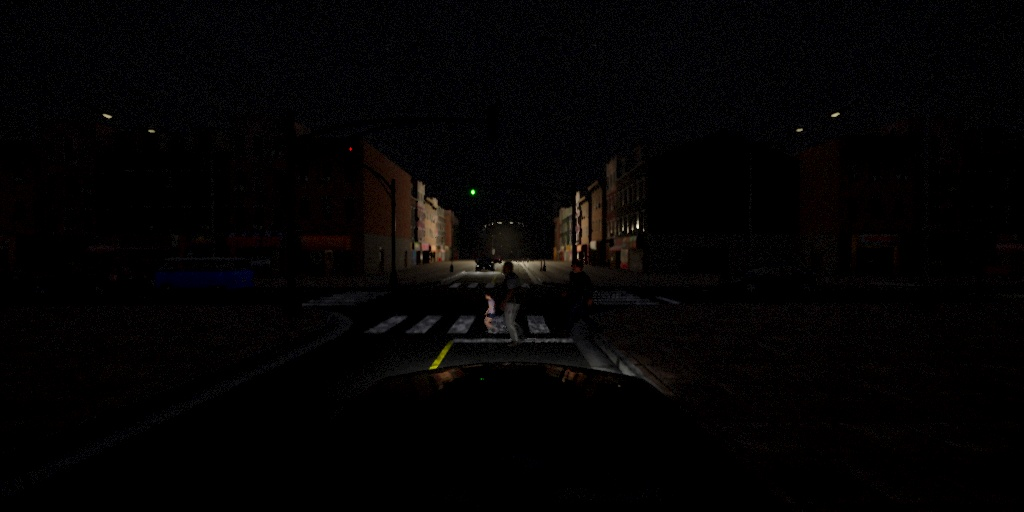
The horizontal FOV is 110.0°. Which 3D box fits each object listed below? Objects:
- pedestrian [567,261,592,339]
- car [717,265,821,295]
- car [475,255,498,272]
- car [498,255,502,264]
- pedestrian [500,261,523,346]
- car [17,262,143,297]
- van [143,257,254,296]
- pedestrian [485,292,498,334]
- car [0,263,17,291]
[{"bbox_3d":[1.535,0.969,8.218,0.375,1.860,0.375,0,1,0],"label":"pedestrian"},{"bbox_3d":[12.290,1.086,17.275,4.403,1.370,2.007,0,0,0],"label":"car"},{"bbox_3d":[-2.768,0.860,37.754,1.837,1.490,4.892,0,1,0],"label":"car"},{"bbox_3d":[-2.664,0.604,60.181,1.882,1.535,5.008,0,0,1],"label":"car"},{"bbox_3d":[-0.005,0.976,7.621,0.375,1.860,0.375,0,1,0],"label":"pedestrian"},{"bbox_3d":[-20.187,1.061,17.189,4.097,1.591,1.967,0,0,0],"label":"car"},{"bbox_3d":[-14.712,0.946,17.203,3.998,1.789,1.690,0,0,0],"label":"van"},{"bbox_3d":[-0.496,1.342,8.826,0.500,1.100,0.500,0,1,0],"label":"pedestrian"},{"bbox_3d":[-25.662,1.078,17.174,4.097,1.591,1.967,0,0,0],"label":"car"}]
